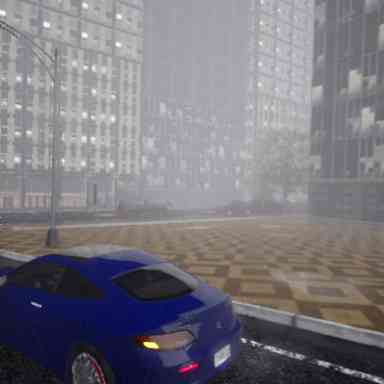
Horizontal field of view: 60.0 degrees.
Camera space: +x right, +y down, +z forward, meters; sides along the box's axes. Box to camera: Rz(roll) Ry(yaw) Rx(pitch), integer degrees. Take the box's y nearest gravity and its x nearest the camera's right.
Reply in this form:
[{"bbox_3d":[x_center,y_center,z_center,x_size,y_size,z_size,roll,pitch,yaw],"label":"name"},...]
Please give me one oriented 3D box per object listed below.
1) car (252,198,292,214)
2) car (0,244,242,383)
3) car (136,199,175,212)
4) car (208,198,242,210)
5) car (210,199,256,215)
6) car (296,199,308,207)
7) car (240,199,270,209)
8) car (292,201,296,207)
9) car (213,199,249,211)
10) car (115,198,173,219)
[{"bbox_3d":[9.337,1.704,40.778,5.009,1.841,2.192,1,1,-34],"label":"car"},{"bbox_3d":[-1.556,1.505,4.795,4.674,1.442,1.812,1,0,36],"label":"car"},{"bbox_3d":[-4.472,1.586,40.871,4.403,1.369,2.008,1,1,-34],"label":"car"},{"bbox_3d":[4.739,1.670,47.184,4.829,1.417,1.752,1,1,-34],"label":"car"},{"bbox_3d":[4.655,1.879,37.577,4.507,1.381,1.887,1,1,-34],"label":"car"},{"bbox_3d":[18.906,1.879,56.897,4.313,1.339,1.947,1,1,-34],"label":"car"},{"bbox_3d":[9.554,1.768,50.487,4.313,1.339,1.947,1,1,-34],"label":"car"},{"bbox_3d":[14.229,1.839,53.692,4.206,1.307,1.802,1,1,-34],"label":"car"},{"bbox_3d":[5.242,1.736,44.529,4.674,1.442,1.812,1,1,-34],"label":"car"},{"bbox_3d":[-4.689,1.539,31.162,5.009,1.841,2.192,1,1,-34],"label":"car"}]
